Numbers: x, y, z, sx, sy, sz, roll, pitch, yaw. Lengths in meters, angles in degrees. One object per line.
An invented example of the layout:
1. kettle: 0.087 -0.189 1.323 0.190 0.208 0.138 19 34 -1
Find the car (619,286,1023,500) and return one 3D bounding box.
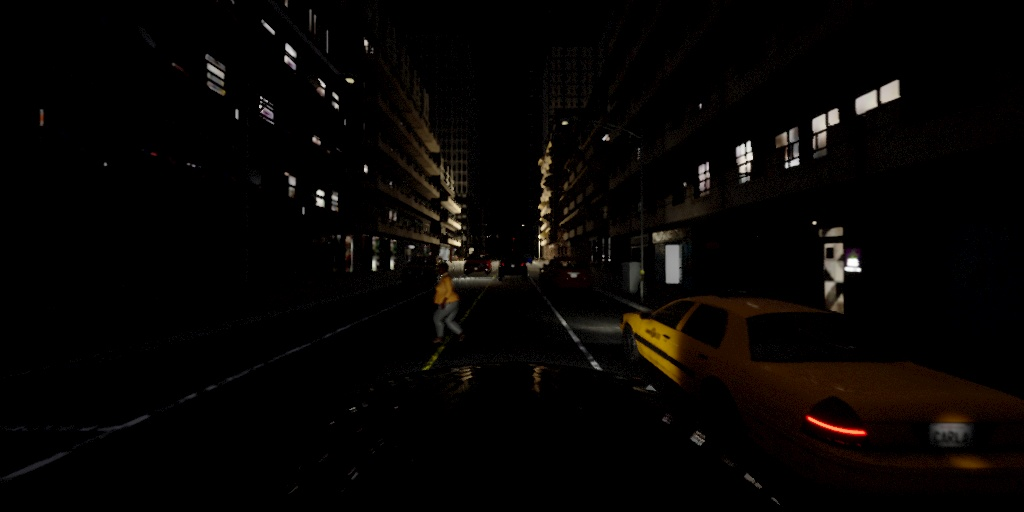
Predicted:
1. car: 3.000 1.181 5.012 1.801 1.575 5.366 0 0 0

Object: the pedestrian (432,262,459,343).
1. pedestrian: -1.470 0.998 7.943 0.375 1.860 0.375 1 -1 -1

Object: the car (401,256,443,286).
1. car: -5.689 0.902 23.638 2.192 1.841 5.009 0 0 0

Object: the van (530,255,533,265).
1. van: 2.695 0.635 62.471 1.690 1.789 3.998 0 0 0

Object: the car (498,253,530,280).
1. car: 0.077 0.776 28.395 2.150 2.045 5.566 0 1 0

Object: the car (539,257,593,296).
1. car: 2.693 0.943 18.150 2.192 1.841 5.009 0 0 0

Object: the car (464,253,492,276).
1. car: -3.095 0.734 33.619 2.150 2.045 5.566 0 0 0
